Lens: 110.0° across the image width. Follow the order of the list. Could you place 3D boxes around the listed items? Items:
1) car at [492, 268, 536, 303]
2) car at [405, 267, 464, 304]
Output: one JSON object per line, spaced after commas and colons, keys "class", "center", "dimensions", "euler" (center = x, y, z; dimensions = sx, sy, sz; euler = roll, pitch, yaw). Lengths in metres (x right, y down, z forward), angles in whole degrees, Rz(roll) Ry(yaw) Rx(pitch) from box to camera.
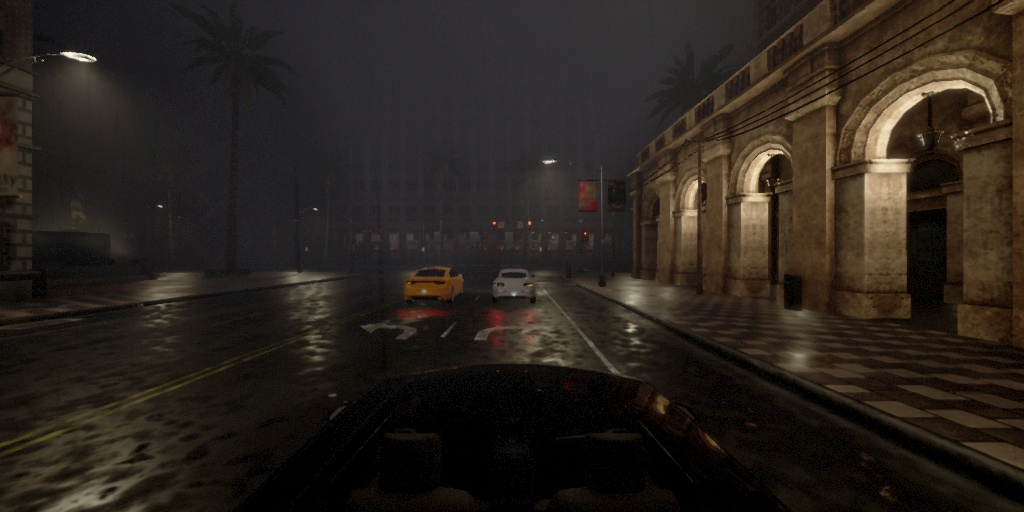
{"class": "car", "center": [0.096, 1.281, 16.445], "dimensions": [1.812, 1.442, 4.674], "euler": [0, 0, 0]}
{"class": "car", "center": [-3.404, 1.233, 16.470], "dimensions": [1.882, 1.535, 5.008], "euler": [0, 0, 0]}
